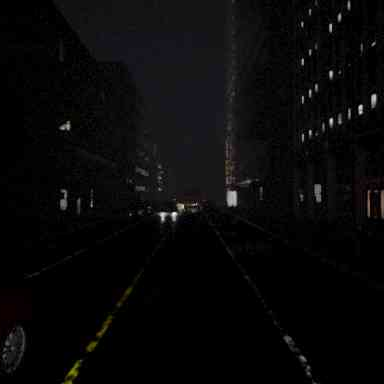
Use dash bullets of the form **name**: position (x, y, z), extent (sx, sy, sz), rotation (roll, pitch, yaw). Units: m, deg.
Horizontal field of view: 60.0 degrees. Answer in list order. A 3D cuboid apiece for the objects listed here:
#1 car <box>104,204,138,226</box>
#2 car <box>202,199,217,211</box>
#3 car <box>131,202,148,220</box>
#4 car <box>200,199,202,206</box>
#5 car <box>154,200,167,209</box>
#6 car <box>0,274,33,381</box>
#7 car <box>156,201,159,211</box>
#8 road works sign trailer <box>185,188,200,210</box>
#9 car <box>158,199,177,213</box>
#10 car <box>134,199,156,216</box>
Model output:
- **car**: position (-5.667, 1.867, 26.084), extent (1.802, 1.307, 4.206), rotation (0, -1, 0)
- **car**: position (2.734, 2.069, 48.840), extent (1.752, 1.417, 4.829), rotation (0, -1, 0)
- **car**: position (-5.662, 1.931, 31.733), extent (1.802, 1.307, 4.206), rotation (0, -1, 0)
- **car**: position (2.740, 2.047, 54.319), extent (1.967, 1.590, 4.097), rotation (0, -1, 0)
- **car**: position (-5.636, 2.222, 59.973), extent (2.008, 1.369, 4.403), rotation (0, -1, 0)
- **car**: position (-3.098, 1.558, 2.848), extent (1.812, 1.442, 4.674), rotation (0, -1, 0)
- **car**: position (-5.646, 1.982, 48.679), extent (1.967, 1.590, 4.097), rotation (0, -1, 0)
- **road works sign trailer**: position (0.050, 1.073, 54.491), extent (2.380, 3.560, 2.880), rotation (0, -1, 0)
- **car**: position (-3.047, 2.022, 44.714), extent (1.812, 1.442, 4.674), rotation (0, -1, 0)
- **car**: position (-5.657, 1.728, 37.384), extent (2.192, 1.841, 5.009), rotation (0, -1, 0)
